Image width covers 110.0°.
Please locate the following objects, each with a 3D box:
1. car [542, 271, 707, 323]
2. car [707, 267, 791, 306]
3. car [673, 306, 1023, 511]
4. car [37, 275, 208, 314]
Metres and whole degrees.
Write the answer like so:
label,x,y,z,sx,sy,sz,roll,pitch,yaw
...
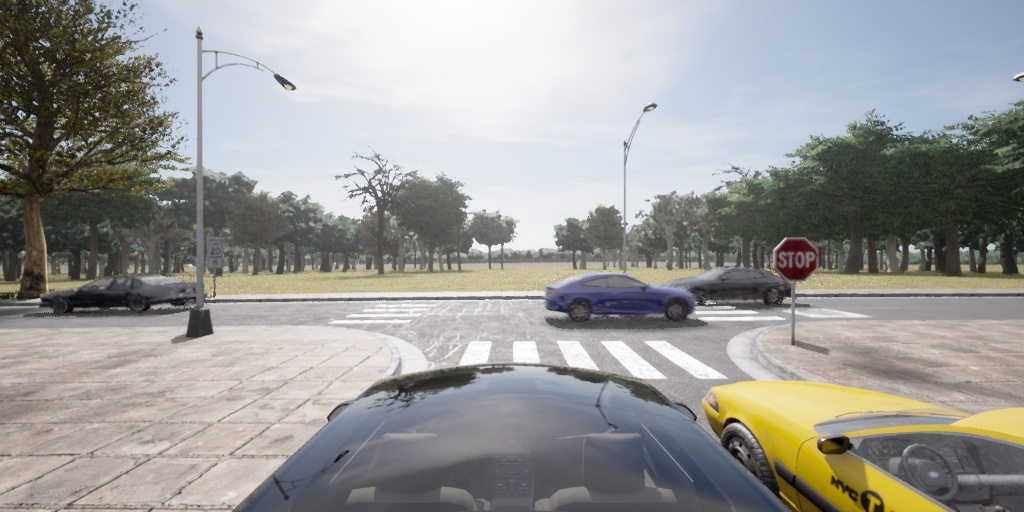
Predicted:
label,x,y,z,sx,sy,sz,roll,pitch,yaw
car,3.301,1.230,11.419,4.674,1.442,1.812,-1,0,1
car,8.543,1.168,14.329,4.674,1.442,1.812,0,0,1
car,2.636,1.275,1.464,1.751,1.417,4.829,0,0,0
car,-15.576,1.481,14.546,5.357,1.411,2.033,-1,0,1
